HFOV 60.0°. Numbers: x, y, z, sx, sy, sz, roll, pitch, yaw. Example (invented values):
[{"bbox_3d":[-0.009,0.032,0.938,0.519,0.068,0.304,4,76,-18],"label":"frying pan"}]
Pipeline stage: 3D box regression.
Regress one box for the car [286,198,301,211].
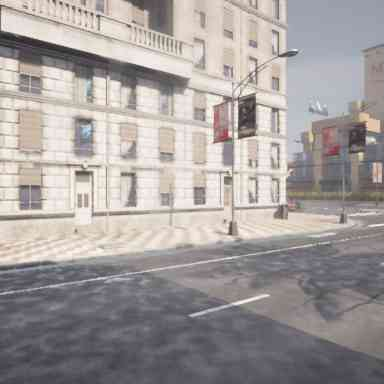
[{"bbox_3d":[10.515,1.352,40.753,2.097,1.767,4.553,0,0,-36],"label":"car"}]
